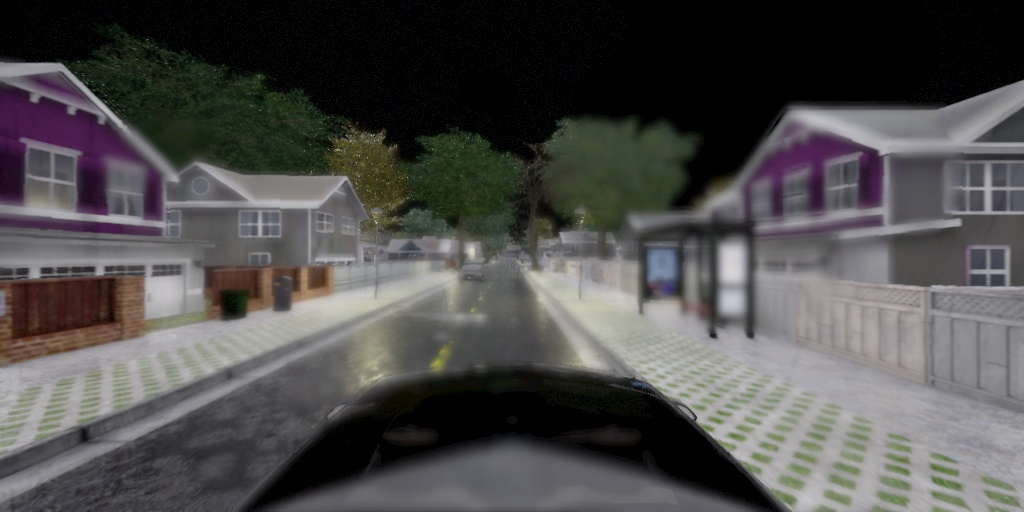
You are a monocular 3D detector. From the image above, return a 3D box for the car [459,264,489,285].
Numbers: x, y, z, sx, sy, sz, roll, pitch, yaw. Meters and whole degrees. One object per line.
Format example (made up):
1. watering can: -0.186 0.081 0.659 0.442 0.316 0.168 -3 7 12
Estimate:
1. car: -2.855 1.351 27.655 1.837 1.490 4.892 0 0 0
